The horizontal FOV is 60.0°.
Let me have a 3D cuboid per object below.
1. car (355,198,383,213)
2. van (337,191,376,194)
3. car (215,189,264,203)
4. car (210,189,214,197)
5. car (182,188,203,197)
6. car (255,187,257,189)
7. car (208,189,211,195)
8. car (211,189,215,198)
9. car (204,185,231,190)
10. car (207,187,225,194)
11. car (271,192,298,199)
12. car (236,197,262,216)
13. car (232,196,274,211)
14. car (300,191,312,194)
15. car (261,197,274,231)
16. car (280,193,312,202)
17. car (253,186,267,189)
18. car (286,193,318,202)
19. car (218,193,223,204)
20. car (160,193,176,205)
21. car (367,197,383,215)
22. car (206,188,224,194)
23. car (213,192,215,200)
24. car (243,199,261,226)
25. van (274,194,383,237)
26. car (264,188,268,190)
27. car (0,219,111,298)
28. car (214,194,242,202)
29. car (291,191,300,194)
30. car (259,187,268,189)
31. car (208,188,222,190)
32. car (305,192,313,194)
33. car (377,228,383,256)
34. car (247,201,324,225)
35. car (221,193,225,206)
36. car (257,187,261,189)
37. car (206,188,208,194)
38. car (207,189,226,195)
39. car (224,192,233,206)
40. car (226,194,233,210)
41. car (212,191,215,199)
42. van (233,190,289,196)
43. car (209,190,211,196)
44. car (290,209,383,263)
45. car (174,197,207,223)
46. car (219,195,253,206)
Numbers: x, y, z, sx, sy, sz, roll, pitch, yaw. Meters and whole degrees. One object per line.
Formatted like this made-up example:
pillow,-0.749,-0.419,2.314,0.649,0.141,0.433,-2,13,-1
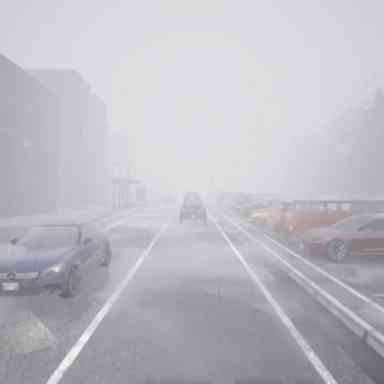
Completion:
car,19.315,1.314,33.622,4.674,1.452,2.002,0,0,0
van,19.210,1.002,39.189,4.442,1.987,1.878,0,0,0
car,6.289,0.931,44.752,5.566,2.045,2.435,0,0,0
car,6.342,0.744,64.251,4.553,1.767,2.185,0,1,0
car,0.007,0.918,40.502,2.150,2.045,5.566,0,1,0
car,19.477,0.015,86.573,4.792,1.488,2.163,0,3,0
car,6.296,0.734,69.828,4.792,1.488,2.163,0,2,0
car,6.335,0.813,61.471,4.553,1.767,2.185,0,1,0
car,6.389,-0.117,83.740,5.566,2.045,2.435,0,3,0
car,6.406,-0.290,89.311,4.553,1.767,2.185,0,3,0
car,19.399,0.704,69.844,4.892,1.521,2.231,0,2,0
car,6.206,1.342,25.272,5.008,1.535,2.097,0,0,0
car,6.224,1.320,28.055,5.008,1.535,2.097,0,0,0
car,19.387,1.003,50.453,4.553,1.767,2.185,0,1,0
car,6.159,1.279,16.921,4.553,1.767,2.185,0,0,0
car,19.199,0.930,61.613,5.366,1.575,1.946,0,1,0
car,19.458,-0.136,89.481,4.674,1.452,2.002,0,3,0
car,19.382,0.994,58.824,5.008,1.535,2.097,0,1,0
car,6.249,1.205,41.971,5.008,1.535,2.097,0,0,0
car,-3.465,0.958,49.299,2.097,1.767,4.553,0,1,0
car,19.311,1.297,30.836,5.008,1.535,2.097,0,0,0
car,6.411,-0.297,92.101,4.792,1.488,2.163,0,3,0
car,6.277,1.095,53.110,5.008,1.535,2.097,0,1,0
car,6.011,1.381,19.705,5.366,1.575,1.946,0,0,0
van,6.065,1.199,14.200,4.442,1.987,1.878,0,0,0
car,19.415,0.498,75.549,5.008,1.535,2.097,0,2,0
car,-3.359,1.471,8.484,1.812,1.442,4.674,0,0,0
car,6.299,1.038,58.688,4.674,1.452,2.002,0,1,0
car,19.398,0.796,56.031,5.566,2.045,2.435,0,1,0
car,19.619,0.263,80.990,5.366,1.575,1.946,0,3,0
car,6.301,0.484,72.608,4.553,1.767,2.185,0,2,0
car,19.343,1.157,47.669,5.008,1.535,2.097,0,1,0
car,6.164,1.523,5.789,4.674,1.452,2.002,0,0,0
car,6.207,1.404,22.488,4.674,1.452,2.002,0,0,0
car,6.432,1.225,39.188,5.366,1.575,1.946,0,0,0
car,19.626,0.127,83.782,5.366,1.575,1.946,0,3,0
car,6.317,0.424,78.192,4.792,1.488,2.163,0,2,0
car,6.363,-0.011,86.543,5.008,1.535,2.097,0,3,0
car,6.209,1.125,36.529,4.553,1.767,2.185,0,0,0
car,6.239,1.276,33.622,4.892,1.521,2.231,0,0,0
car,6.283,1.050,55.899,5.008,1.535,2.097,0,1,0
van,6.342,1.072,30.836,4.442,1.987,1.878,0,0,0
car,6.347,0.821,67.041,4.792,1.488,2.163,0,2,0
car,6.146,1.474,11.355,4.792,1.488,2.163,0,0,0
car,0.063,1.326,23.638,2.128,1.511,4.902,0,0,0
car,6.266,1.199,47.538,4.674,1.452,2.002,0,0,0
